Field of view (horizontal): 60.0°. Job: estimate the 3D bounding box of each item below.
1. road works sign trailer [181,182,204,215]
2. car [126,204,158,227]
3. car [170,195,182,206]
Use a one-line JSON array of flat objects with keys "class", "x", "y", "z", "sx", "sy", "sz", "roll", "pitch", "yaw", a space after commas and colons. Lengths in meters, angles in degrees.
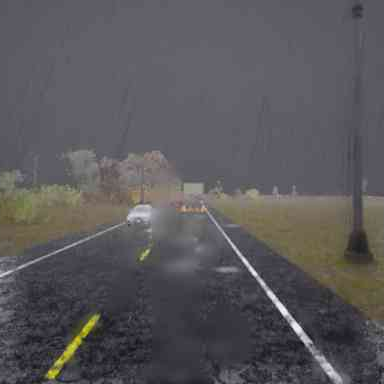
[{"class": "road works sign trailer", "x": 0.162, "y": 0.663, "z": 36.799, "sx": 2.380, "sy": 3.560, "sz": 2.880, "roll": 0, "pitch": 0, "yaw": 0}, {"class": "car", "x": -3.529, "y": 1.657, "z": 24.338, "sx": 1.812, "sy": 1.442, "sz": 4.674, "roll": 0, "pitch": 0, "yaw": 0}, {"class": "car", "x": -3.067, "y": 1.574, "z": 64.853, "sx": 2.150, "sy": 2.045, "sz": 5.566, "roll": 0, "pitch": 0, "yaw": 1}]
